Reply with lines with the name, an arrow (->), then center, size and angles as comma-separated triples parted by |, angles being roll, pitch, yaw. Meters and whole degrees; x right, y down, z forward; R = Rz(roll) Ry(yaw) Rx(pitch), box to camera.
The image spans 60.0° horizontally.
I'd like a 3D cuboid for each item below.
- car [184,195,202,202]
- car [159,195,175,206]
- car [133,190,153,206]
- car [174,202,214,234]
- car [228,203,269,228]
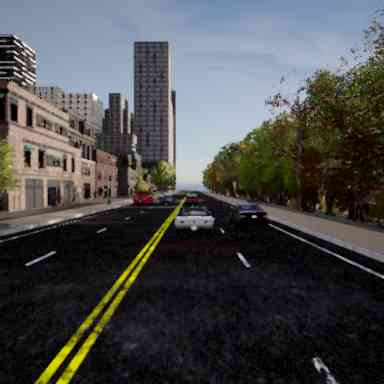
car -> 0.085, 1.133, 38.501 | 1.837, 1.490, 4.892 | 0, 1, 0
car -> -3.316, 1.109, 45.110 | 2.033, 1.411, 5.357 | 0, 1, 0
car -> -6.562, 0.785, 45.204 | 2.150, 2.045, 5.566 | 0, 0, 1
car -> 0.100, 1.427, 18.001 | 1.895, 1.301, 4.718 | 0, 1, 0
car -> 3.345, 1.350, 20.417 | 2.033, 1.411, 5.357 | 0, 1, 0
